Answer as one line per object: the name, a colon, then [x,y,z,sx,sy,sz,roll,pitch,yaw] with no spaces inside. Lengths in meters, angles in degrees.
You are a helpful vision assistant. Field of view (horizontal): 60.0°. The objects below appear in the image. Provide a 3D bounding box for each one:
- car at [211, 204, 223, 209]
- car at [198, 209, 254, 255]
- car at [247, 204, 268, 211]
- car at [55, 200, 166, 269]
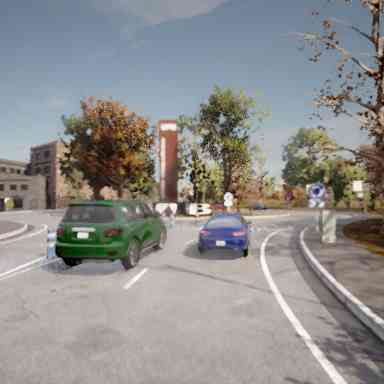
car: [5.554,3.051,68.321,4.181,1.385,1.994,-1,-2,24]
car: [1.423,1.604,13.519,1.812,1.442,4.674,0,-1,11]
car: [13.125,3.011,66.871,4.181,1.385,1.994,-2,-2,45]
car: [-2.512,1.284,11.655,2.150,2.045,5.566,0,0,9]
